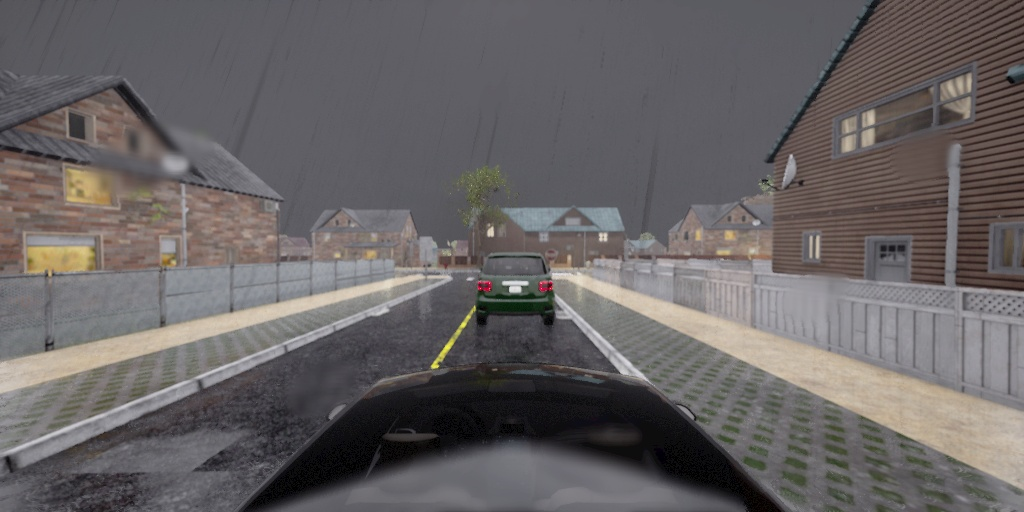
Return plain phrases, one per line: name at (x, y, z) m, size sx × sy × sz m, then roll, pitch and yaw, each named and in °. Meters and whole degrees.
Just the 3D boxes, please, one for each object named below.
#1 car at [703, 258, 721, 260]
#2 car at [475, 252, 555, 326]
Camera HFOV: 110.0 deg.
car at (19.742, 0.992, 35.581) m, size 4.902 × 1.511 × 2.128 m, roll 0°, pitch 2°, yaw 1°
car at (0.099, 0.907, 11.545) m, size 2.150 × 2.045 × 5.566 m, roll 0°, pitch 0°, yaw 0°
